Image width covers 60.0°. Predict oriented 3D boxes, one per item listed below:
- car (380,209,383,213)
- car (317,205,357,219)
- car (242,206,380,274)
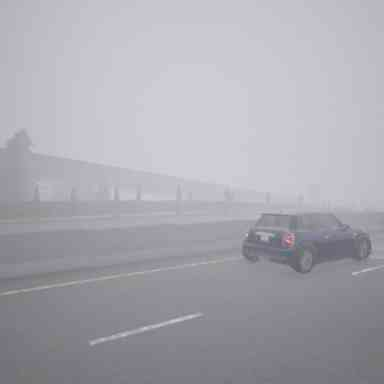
[{"bbox_3d":[19.927,2.181,31.111,5.357,1.411,2.033,5,-3,-35],"label":"car"},{"bbox_3d":[16.141,2.258,37.007,4.718,1.301,1.895,5,-3,-35],"label":"car"},{"bbox_3d":[3.837,1.370,10.823,4.553,1.767,2.097,0,0,-35],"label":"car"}]
